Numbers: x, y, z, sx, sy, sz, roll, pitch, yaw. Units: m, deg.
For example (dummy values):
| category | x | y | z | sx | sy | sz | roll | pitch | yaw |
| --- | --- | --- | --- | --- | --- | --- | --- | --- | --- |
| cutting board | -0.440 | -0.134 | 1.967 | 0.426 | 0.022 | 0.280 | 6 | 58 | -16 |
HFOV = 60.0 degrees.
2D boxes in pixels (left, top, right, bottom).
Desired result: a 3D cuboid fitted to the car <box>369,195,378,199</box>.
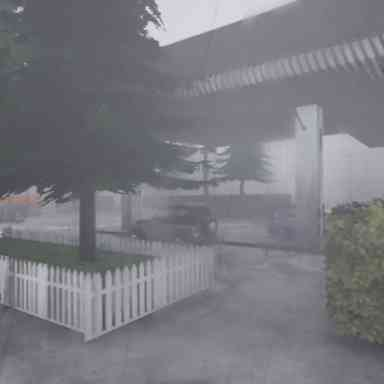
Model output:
| category | x | y | z | sx | sy | sz | roll | pitch | yaw |
| --- | --- | --- | --- | --- | --- | --- | --- | --- | --- |
| car | 33.125 | 1.385 | 60.183 | 2.007 | 1.523 | 4.514 | -1 | 0 | 35 |

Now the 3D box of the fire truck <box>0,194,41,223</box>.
| category | x | y | z | sx | sy | sz | roll | pitch | yaw |
| --- | --- | --- | --- | --- | --- | --- | --- | --- | --- |
| fire truck | -15.522 | 0.434 | 23.860 | 2.891 | 3.827 | 8.468 | -1 | 0 | 35 |

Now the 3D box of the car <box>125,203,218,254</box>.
| category | x | y | z | sx | sy | sz | roll | pitch | yaw |
| --- | --- | --- | --- | --- | --- | --- | --- | --- | --- |
| car | -0.818 | 1.407 | 13.703 | 3.866 | 1.878 | 1.905 | -1 | 0 | 35 |

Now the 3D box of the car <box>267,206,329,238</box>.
| category | x | y | z | sx | sy | sz | roll | pitch | yaw |
| --- | --- | --- | --- | --- | --- | --- | --- | --- | --- |
| car | 5.981 | 1.527 | 15.862 | 4.611 | 1.667 | 2.242 | -1 | 0 | 35 |

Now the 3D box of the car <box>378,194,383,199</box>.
| category | x | y | z | sx | sy | sz | roll | pitch | yaw |
| --- | --- | --- | --- | --- | --- | --- | --- | --- | --- |
| car | 25.886 | 1.122 | 43.432 | 1.905 | 1.878 | 3.866 | -1 | 0 | 35 |
